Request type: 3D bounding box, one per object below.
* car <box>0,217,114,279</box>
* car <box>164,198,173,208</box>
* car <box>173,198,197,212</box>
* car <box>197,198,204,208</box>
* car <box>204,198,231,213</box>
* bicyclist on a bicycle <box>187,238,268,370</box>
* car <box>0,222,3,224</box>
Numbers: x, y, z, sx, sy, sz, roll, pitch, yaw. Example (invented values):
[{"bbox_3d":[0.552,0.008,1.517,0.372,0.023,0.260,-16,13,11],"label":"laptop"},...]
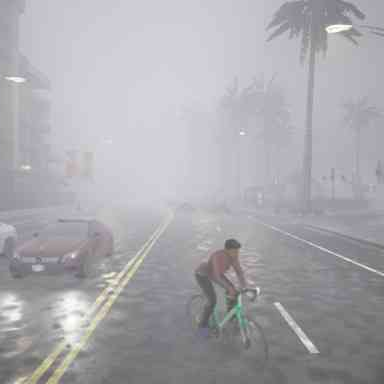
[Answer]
[{"bbox_3d":[-3.655,1.526,10.209,1.812,1.442,4.674,0,1,0],"label":"car"},{"bbox_3d":[-2.791,1.526,48.343,1.812,1.442,4.674,0,0,-16],"label":"car"},{"bbox_3d":[-0.887,1.526,38.646,1.812,1.442,4.674,0,0,-7],"label":"car"},{"bbox_3d":[1.264,1.547,46.945,2.033,1.411,5.357,0,0,-14],"label":"car"},{"bbox_3d":[2.881,1.601,36.966,1.895,1.301,4.718,0,0,-6],"label":"car"},{"bbox_3d":[0.434,1.453,4.650,0.582,1.620,1.656,0,2,-37],"label":"bicyclist on a bicycle"},{"bbox_3d":[-7.154,1.526,10.160,1.812,1.442,4.674,0,0,0],"label":"car"}]
